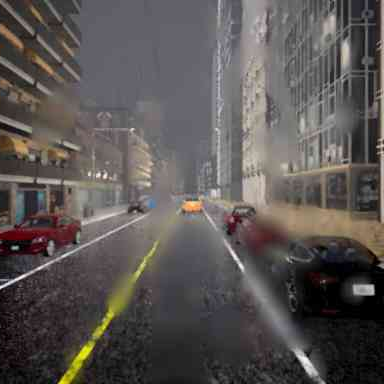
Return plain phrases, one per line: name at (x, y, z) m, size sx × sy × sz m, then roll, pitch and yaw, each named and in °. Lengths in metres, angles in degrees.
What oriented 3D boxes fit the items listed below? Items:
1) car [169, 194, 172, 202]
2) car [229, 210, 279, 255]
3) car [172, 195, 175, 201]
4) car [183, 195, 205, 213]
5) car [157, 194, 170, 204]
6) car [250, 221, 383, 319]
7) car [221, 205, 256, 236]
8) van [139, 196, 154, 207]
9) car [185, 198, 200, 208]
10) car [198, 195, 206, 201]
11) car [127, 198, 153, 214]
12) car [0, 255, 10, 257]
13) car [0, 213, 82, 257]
car at (-5.701, 1.631, 69.425) m, size 1.802 × 1.307 × 4.206 m, roll 0°, pitch 0°, yaw 0°
car at (2.688, 1.589, 12.941) m, size 1.802 × 1.307 × 4.206 m, roll 0°, pitch 0°, yaw 0°
car at (-5.703, 1.372, 75.074) m, size 2.192 × 1.841 × 5.009 m, roll 0°, pitch 0°, yaw 0°
car at (0.075, 1.374, 37.414) m, size 2.097 × 1.767 × 4.553 m, roll 0°, pitch 0°, yaw 1°
car at (-5.701, 1.624, 63.776) m, size 1.802 × 1.307 × 4.206 m, roll 0°, pitch 0°, yaw 0°
car at (2.690, 1.569, 7.291) m, size 1.947 × 1.339 × 4.313 m, roll 0°, pitch 0°, yaw 0°
car at (2.687, 1.450, 18.589) m, size 1.967 × 1.590 × 4.097 m, roll 0°, pitch 0°, yaw 0°
van at (-5.696, 1.365, 41.183) m, size 1.690 × 1.788 × 3.998 m, roll 0°, pitch 0°, yaw 0°
car at (0.087, 1.578, 49.527) m, size 2.033 × 1.411 × 5.357 m, roll 0°, pitch 0°, yaw 0°
car at (2.675, 1.520, 92.020) m, size 1.967 × 1.590 × 4.097 m, roll 0°, pitch 0°, yaw 0°
car at (-5.696, 1.586, 35.534) m, size 1.947 × 1.339 × 4.313 m, roll 0°, pitch 0°, yaw 0°
car at (-3.078, 1.526, 1.770) m, size 1.812 × 1.442 × 4.674 m, roll 0°, pitch 0°, yaw 0°
car at (-5.692, 1.551, 12.940) m, size 1.887 × 1.381 × 4.507 m, roll 0°, pitch 0°, yaw 0°
